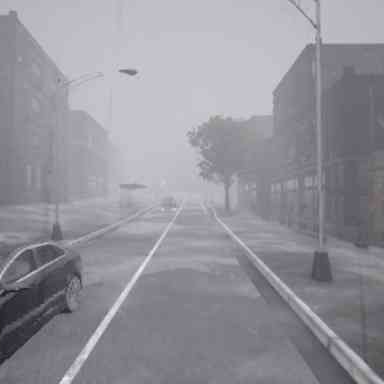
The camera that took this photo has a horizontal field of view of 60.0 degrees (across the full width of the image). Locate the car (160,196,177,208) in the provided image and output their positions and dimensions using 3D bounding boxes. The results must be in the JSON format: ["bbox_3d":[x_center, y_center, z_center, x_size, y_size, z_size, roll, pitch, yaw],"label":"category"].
[{"bbox_3d":[-3.286,1.327,47.042,2.097,1.767,4.553,0,1,0],"label":"car"}]

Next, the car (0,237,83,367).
[{"bbox_3d":[-3.106,1.508,4.844,2.128,1.511,4.902,0,0,0],"label":"car"}]
